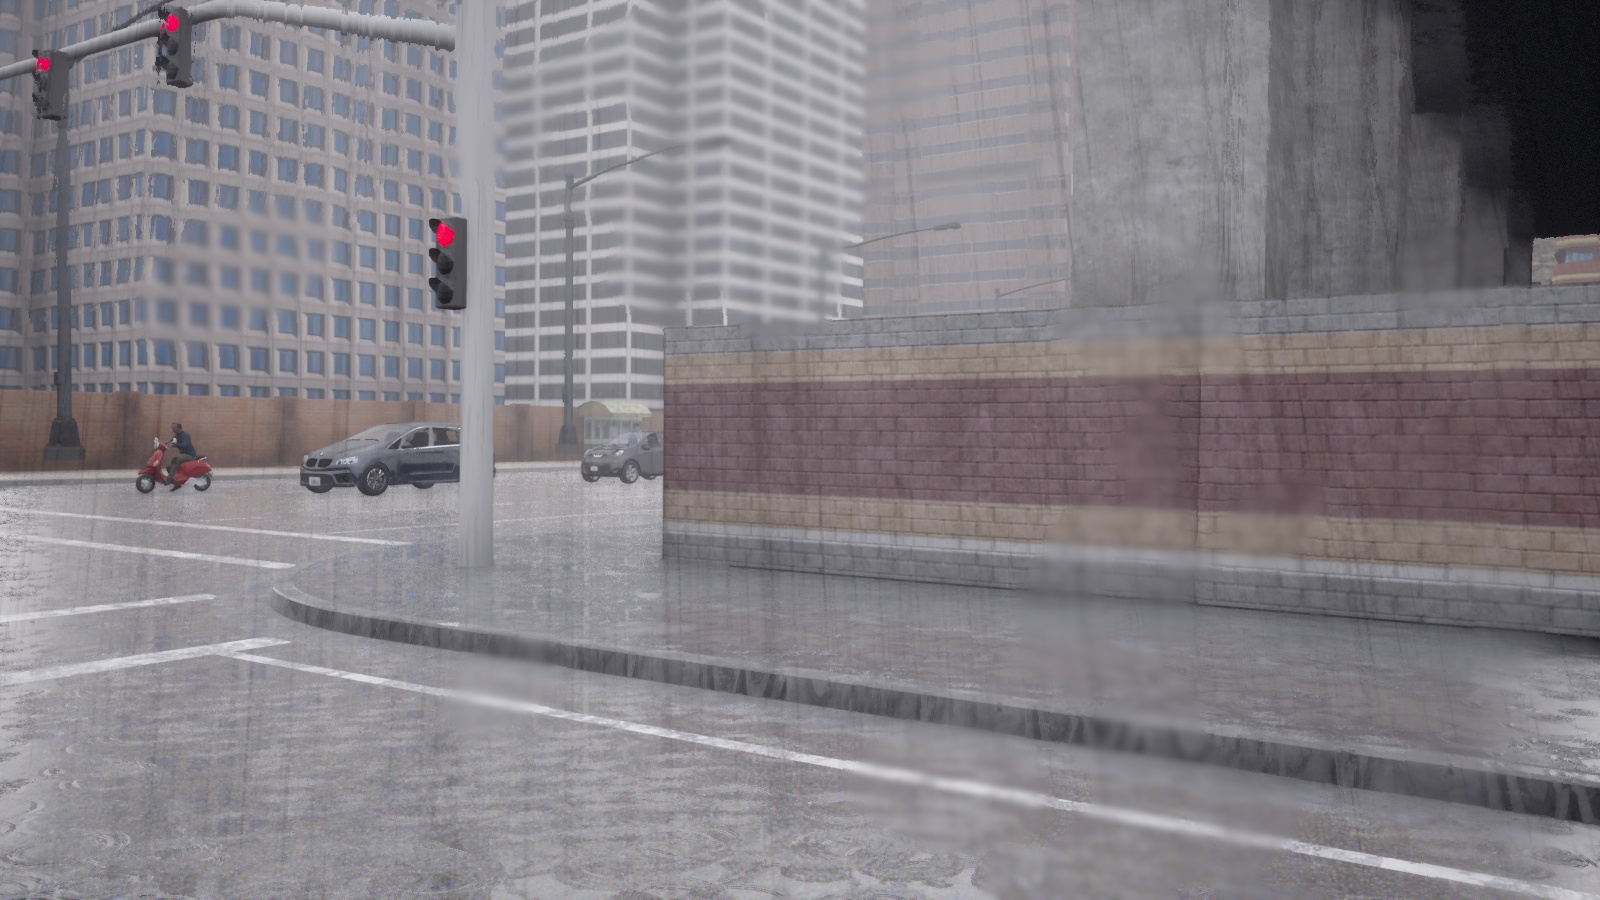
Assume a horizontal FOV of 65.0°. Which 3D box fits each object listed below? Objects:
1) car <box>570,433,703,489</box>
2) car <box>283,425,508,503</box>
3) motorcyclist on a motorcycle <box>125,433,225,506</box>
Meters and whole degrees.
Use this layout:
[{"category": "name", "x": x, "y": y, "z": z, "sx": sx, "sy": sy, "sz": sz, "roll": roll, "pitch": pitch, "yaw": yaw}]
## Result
[{"category": "car", "x": -4.680, "y": 0.292, "z": 36.290, "sx": 1.845, "sy": 1.501, "sz": 3.633, "roll": 0, "pitch": 1, "yaw": 34}, {"category": "car", "x": -9.350, "y": 0.259, "z": 29.396, "sx": 2.242, "sy": 1.667, "sz": 4.611, "roll": 0, "pitch": 1, "yaw": 34}, {"category": "motorcyclist on a motorcycle", "x": -14.162, "y": 0.424, "z": 28.516, "sx": 0.866, "sy": 1.590, "sz": 1.817, "roll": 0, "pitch": 1, "yaw": 34}]
